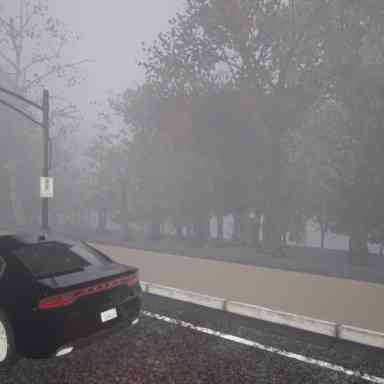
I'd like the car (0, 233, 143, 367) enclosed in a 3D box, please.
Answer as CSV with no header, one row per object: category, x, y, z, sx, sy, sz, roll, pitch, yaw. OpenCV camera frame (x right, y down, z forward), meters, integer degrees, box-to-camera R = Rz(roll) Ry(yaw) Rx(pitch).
car,-3.086,1.477,5.881,5.008,1.535,1.882,0,0,37
